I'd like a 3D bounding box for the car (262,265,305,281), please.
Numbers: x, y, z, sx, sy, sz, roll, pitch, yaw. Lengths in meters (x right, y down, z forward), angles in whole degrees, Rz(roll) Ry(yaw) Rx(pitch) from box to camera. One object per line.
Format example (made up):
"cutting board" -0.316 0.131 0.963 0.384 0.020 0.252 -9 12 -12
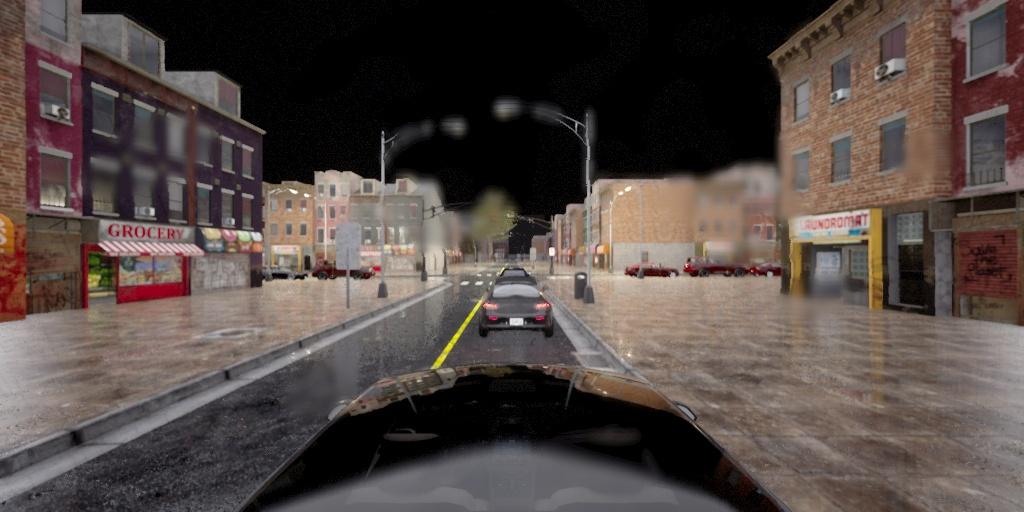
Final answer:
"car" -19.871 1.467 30.736 4.313 1.339 1.948 0 0 0

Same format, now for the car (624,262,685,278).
"car" 11.963 1.211 30.774 4.507 1.381 1.888 0 0 0

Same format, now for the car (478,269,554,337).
"car" 0.102 1.276 10.164 1.812 1.442 4.674 0 0 0

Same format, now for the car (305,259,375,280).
"car" -14.445 1.174 30.742 5.009 1.841 2.192 0 0 0

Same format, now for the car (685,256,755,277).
"car" 17.397 0.943 30.781 5.009 1.841 2.192 0 0 0

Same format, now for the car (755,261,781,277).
"car" 22.831 1.136 30.788 4.507 1.381 1.888 0 0 0
